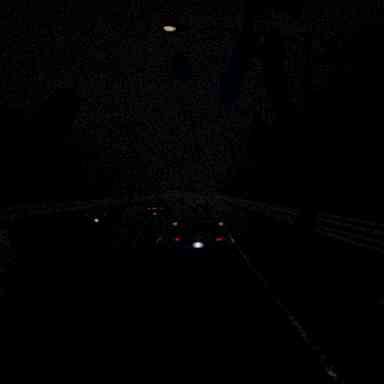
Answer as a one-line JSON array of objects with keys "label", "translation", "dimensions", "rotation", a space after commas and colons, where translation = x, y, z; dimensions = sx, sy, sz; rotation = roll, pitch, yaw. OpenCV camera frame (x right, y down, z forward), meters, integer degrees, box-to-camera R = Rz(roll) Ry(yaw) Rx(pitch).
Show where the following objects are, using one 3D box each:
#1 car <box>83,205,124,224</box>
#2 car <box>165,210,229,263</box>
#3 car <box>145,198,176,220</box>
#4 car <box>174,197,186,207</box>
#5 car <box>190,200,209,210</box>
[{"label": "car", "translation": [-6.470, 1.637, 24.989], "dimensions": [1.895, 1.301, 4.718], "rotation": [0, 0, 2]}, {"label": "car", "translation": [0.220, 1.584, 12.116], "dimensions": [1.994, 1.385, 4.181], "rotation": [0, 0, 1]}, {"label": "car", "translation": [-2.852, 1.529, 28.737], "dimensions": [2.128, 1.511, 4.902], "rotation": [0, 0, 2]}, {"label": "car", "translation": [-2.129, 1.543, 53.351], "dimensions": [1.837, 1.490, 4.892], "rotation": [0, 0, 2]}, {"label": "car", "translation": [0.892, 1.564, 36.921], "dimensions": [1.812, 1.442, 4.674], "rotation": [0, 0, 2]}]
